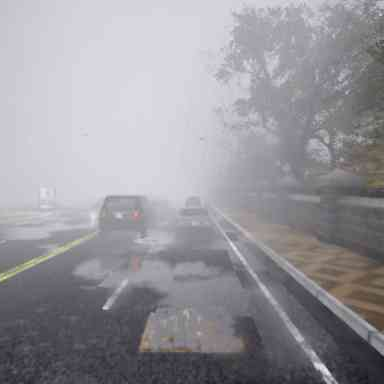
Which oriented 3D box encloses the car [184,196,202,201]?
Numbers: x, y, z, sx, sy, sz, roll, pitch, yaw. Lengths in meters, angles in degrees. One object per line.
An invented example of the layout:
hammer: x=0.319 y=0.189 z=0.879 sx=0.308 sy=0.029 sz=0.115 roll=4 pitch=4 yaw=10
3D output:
car: x=0.096 y=1.214 z=39.388 sx=1.837 sy=1.490 sz=4.892 roll=0 pitch=1 yaw=0

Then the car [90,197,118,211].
car: x=-9.832 y=1.321 z=37.575 sx=1.895 sy=1.301 sz=4.718 roll=0 pitch=0 yaw=0

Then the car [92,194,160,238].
car: x=-3.150 y=1.093 z=17.062 sx=2.150 sy=2.045 sz=5.566 roll=0 pitch=1 yaw=0

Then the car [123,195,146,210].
car: x=-6.577 y=1.191 z=38.556 sx=1.882 sy=1.535 sz=5.008 roll=0 pitch=0 yaw=0

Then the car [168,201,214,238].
car: x=0.091 y=1.418 z=16.934 sx=2.033 sy=1.411 sz=5.357 roll=0 pitch=0 yaw=0

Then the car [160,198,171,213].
car: x=-3.150 y=1.302 z=32.974 sx=2.033 sy=1.411 sz=5.357 roll=0 pitch=0 yaw=0

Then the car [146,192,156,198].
car: x=-9.755 y=0.800 z=79.238 sx=1.994 sy=1.385 sz=4.181 roll=0 pitch=0 yaw=0
